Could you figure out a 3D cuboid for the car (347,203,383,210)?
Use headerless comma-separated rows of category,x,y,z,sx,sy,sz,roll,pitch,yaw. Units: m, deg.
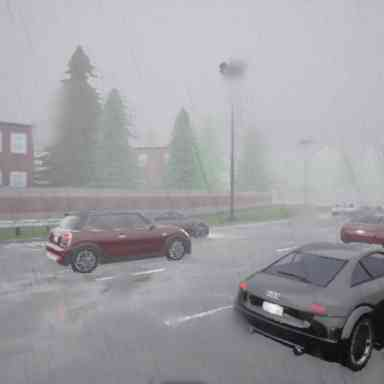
car,13.887,1.704,25.682,2.033,1.411,5.357,0,0,38

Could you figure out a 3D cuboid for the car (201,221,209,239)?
car,-1.186,1.613,16.120,4.181,1.385,1.994,0,0,-39

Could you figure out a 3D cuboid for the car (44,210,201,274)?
car,-2.235,1.378,10.868,4.553,1.767,2.097,0,0,-37

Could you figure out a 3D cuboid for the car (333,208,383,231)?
car,8.544,1.659,15.369,4.181,1.385,1.994,0,0,-43

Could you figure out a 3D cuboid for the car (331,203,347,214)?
car,15.593,1.794,33.728,1.895,1.301,4.718,0,0,35

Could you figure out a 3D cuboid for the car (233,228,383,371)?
car,2.701,1.597,5.826,4.181,1.385,1.994,0,0,-38
